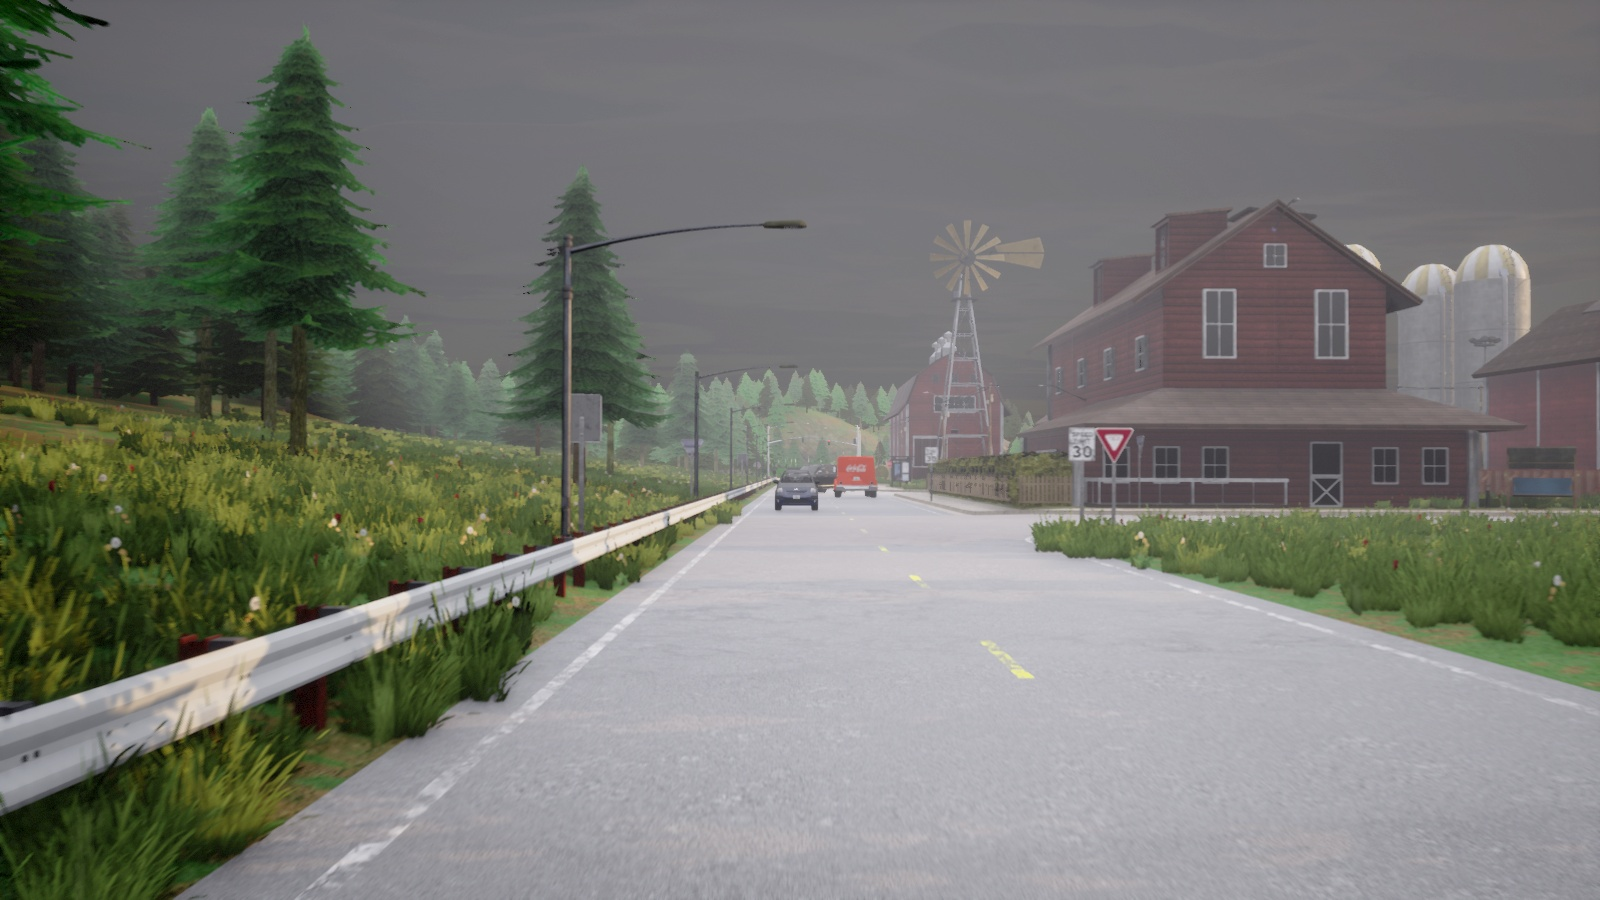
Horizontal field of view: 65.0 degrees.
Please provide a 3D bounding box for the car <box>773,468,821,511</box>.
[{"bbox_3d":[-0.123,1.557,50.431,1.851,1.617,3.988,0,-1,0],"label":"car"}]

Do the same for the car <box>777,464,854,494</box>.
[{"bbox_3d":[1.107,1.988,87.162,2.150,2.045,5.566,-2,-2,43],"label":"car"}]

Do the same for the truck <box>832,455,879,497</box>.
[{"bbox_3d":[3.313,1.591,76.342,2.627,2.467,5.204,0,-1,0],"label":"truck"}]
